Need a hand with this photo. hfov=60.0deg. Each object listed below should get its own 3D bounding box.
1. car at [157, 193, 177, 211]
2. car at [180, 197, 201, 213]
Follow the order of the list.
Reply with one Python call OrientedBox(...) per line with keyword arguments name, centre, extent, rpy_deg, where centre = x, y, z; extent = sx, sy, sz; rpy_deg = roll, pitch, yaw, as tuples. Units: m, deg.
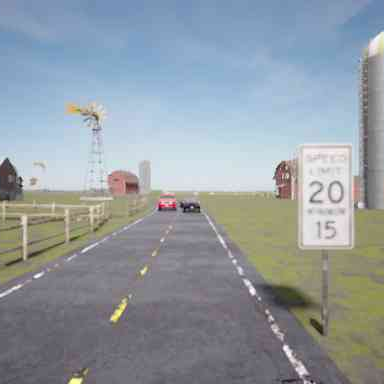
OrientedBox(name="car", centre=(-3.012, 1.190, 41.235), extent=(2.150, 2.045, 5.566), rpy_deg=(0, 0, -2))
OrientedBox(name="car", centre=(-0.074, 1.454, 37.168), extent=(1.882, 1.535, 5.008), rpy_deg=(0, 0, -2))
